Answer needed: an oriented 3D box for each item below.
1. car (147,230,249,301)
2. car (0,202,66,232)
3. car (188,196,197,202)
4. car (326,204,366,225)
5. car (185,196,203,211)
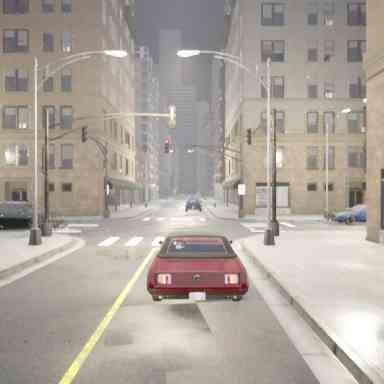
[{"bbox_3d":[0.094,1.598,8.238,1.895,1.301,4.718,0,0,0],"label":"car"},{"bbox_3d":[-9.706,1.371,19.221,4.553,1.767,2.097,0,0,5],"label":"car"},{"bbox_3d":[0.108,1.545,75.151,1.895,1.301,4.718,0,0,0],"label":"car"},{"bbox_3d":[12.201,1.506,22.827,5.357,1.411,2.033,0,0,3],"label":"car"},{"bbox_3d":[0.165,1.512,39.976,1.812,1.442,4.674,0,0,0],"label":"car"}]
